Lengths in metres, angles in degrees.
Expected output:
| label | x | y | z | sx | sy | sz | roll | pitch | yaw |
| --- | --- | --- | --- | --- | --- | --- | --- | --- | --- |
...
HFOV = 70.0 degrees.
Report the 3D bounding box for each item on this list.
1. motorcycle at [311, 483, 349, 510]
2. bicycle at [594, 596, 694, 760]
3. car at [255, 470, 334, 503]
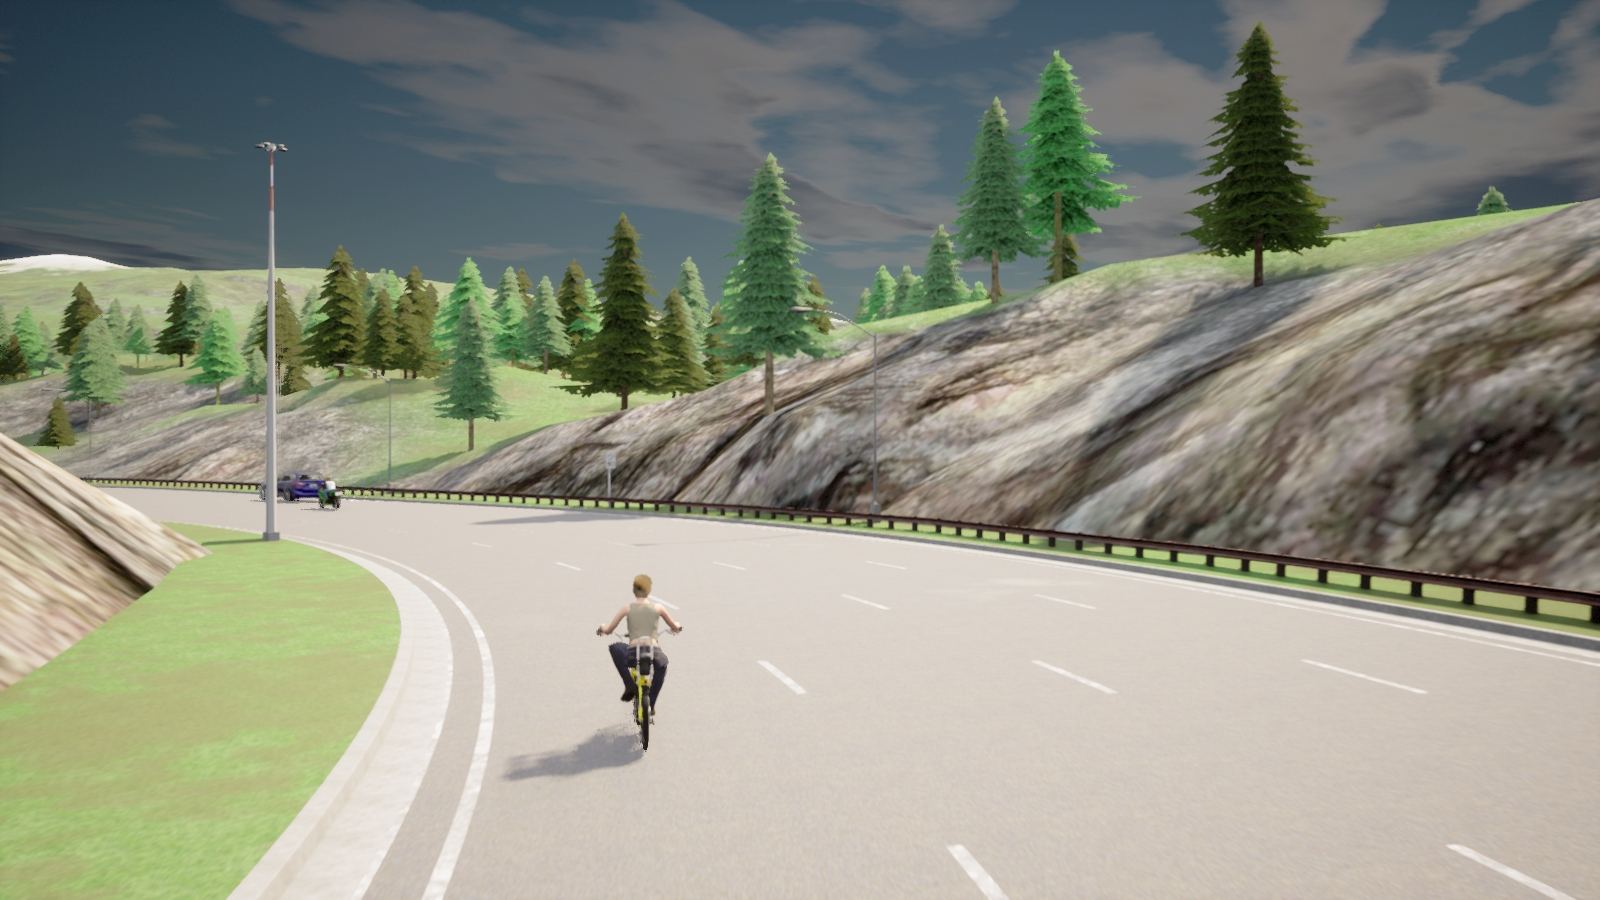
| label | x | y | z | sx | sy | sz | roll | pitch | yaw |
| --- | --- | --- | --- | --- | --- | --- | --- | --- | --- |
| motorcycle | -22.353 | 2.208 | 54.288 | 2.033 | 1.199 | 0.803 | -1 | 0 | 41 |
| bicycle | -1.547 | 2.163 | 11.146 | 0.859 | 1.276 | 1.487 | 0 | 0 | -12 |
| car | -28.234 | 1.995 | 63.762 | 4.611 | 1.667 | 2.242 | 0 | 0 | 40 |
